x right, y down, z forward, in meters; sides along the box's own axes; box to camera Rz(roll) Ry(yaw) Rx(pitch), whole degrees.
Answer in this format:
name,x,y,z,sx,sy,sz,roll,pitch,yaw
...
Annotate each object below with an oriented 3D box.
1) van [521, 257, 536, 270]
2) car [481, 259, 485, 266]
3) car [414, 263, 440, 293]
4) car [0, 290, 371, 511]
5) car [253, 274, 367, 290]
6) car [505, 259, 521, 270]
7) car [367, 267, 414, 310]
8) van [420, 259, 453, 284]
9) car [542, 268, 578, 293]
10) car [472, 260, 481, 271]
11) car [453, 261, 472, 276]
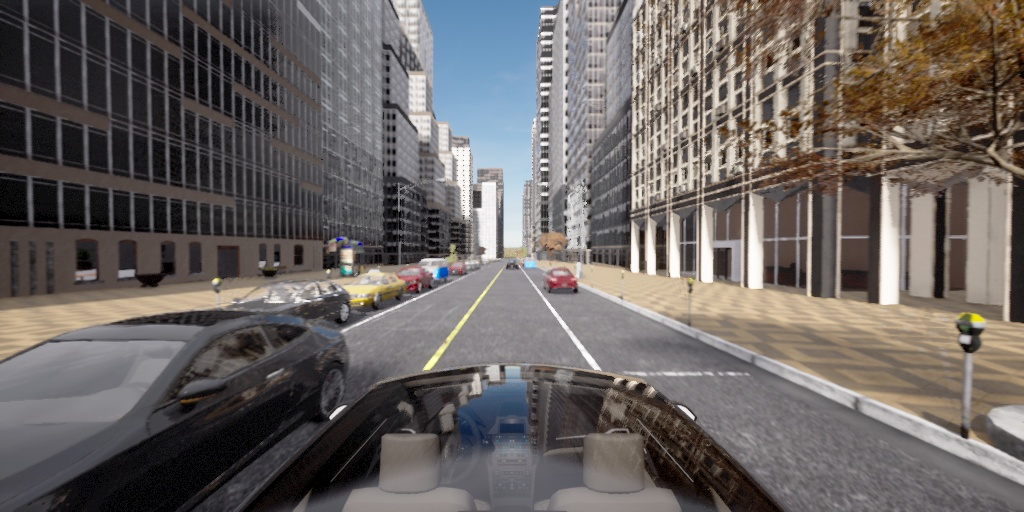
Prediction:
name,x,y,z,sx,sy,sz,roll,pitch,yaw
van,2.702,1.104,54.213,1.690,1.789,3.998,0,0,0
car,-5.680,1.314,54.214,2.007,1.370,4.403,0,0,0
car,-5.686,1.293,20.464,1.888,1.381,4.507,0,0,0
car,-3.084,1.275,3.089,1.812,1.442,4.674,0,0,0
car,-5.688,1.299,9.214,2.007,1.370,4.403,0,0,0
car,0.011,1.288,53.309,1.812,1.442,4.674,0,0,0
car,-5.687,1.273,14.669,1.751,1.417,4.829,0,0,0
van,-5.685,1.090,26.088,1.690,1.789,3.998,0,0,0
car,2.695,1.330,20.463,1.802,1.307,4.207,0,0,0
car,-5.680,1.310,48.589,2.007,1.370,4.403,0,0,0
car,-5.683,1.298,37.338,1.888,1.381,4.507,0,0,0
